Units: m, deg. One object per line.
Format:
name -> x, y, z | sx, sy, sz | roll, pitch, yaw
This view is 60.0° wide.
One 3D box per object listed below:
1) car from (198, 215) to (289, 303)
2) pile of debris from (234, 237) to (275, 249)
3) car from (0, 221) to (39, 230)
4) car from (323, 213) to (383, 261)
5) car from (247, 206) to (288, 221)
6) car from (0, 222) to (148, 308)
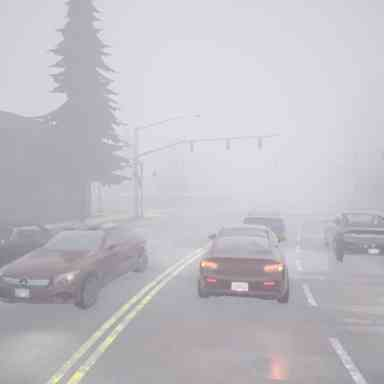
car -> 1.323, 1.526, 8.200 | 1.812, 1.442, 4.674 | 0, 0, 12
pile of debris -> 2.728, 2.175, 14.287 | 1.500, 0.140, 1.860 | 0, 0, 18
car -> -5.715, 1.601, 9.860 | 1.895, 1.301, 4.718 | 0, 0, 13
car -> 5.914, 1.492, 11.925 | 2.128, 1.511, 4.902 | 0, 0, 16
car -> 3.827, 1.477, 17.116 | 1.882, 1.535, 5.008 | 0, 0, 18
car -> -2.511, 1.525, 8.154 | 1.812, 1.442, 4.674 | 0, 0, 12
